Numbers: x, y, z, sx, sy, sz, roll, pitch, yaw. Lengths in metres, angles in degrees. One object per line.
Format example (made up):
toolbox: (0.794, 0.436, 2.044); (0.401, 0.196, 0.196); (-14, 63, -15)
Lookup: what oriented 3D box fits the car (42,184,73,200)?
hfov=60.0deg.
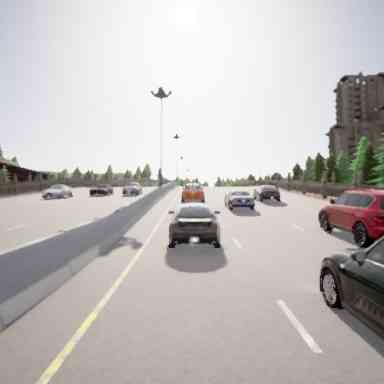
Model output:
car: (-14.106, -0.049, 35.133); (1.812, 1.442, 4.674); (0, 3, 0)

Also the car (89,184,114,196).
car: (-10.604, -0.216, 39.253); (1.895, 1.301, 4.718); (0, 3, 0)

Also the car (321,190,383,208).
car: (7.095, 0.908, 13.443); (2.150, 2.045, 5.566); (0, 3, 0)

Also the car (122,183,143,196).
car: (-7.101, -0.360, 39.841); (2.128, 1.511, 4.902); (0, 3, 0)

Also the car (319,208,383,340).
car: (3.595, 1.318, 4.810); (2.097, 1.767, 4.553); (0, 1, 0)

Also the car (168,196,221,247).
car: (0.095, 1.196, 13.376); (1.837, 1.490, 4.892); (0, 3, 0)

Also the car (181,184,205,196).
car: (0.089, -0.013, 31.554); (2.097, 1.767, 4.553); (0, 3, 0)

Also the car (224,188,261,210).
car: (3.591, 0.530, 25.652); (2.033, 1.411, 5.357); (0, 3, 0)

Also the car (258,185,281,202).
car: (7.089, 0.127, 31.798); (1.837, 1.490, 4.892); (0, 3, 0)
